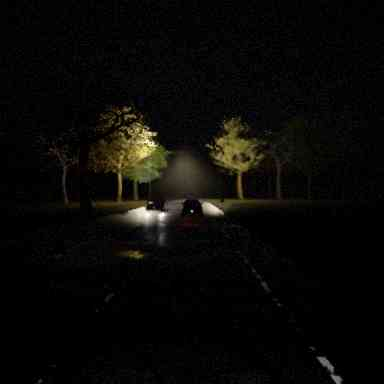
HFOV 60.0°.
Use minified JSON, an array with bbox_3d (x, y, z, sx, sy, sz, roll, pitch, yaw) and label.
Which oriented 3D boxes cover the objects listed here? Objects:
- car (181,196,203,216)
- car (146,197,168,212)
[{"bbox_3d":[-0.004,1.415,31.794,1.837,1.490,4.892,0,0,0],"label":"car"},{"bbox_3d":[-3.764,1.353,36.500,1.837,1.490,4.892,1,0,4],"label":"car"}]
